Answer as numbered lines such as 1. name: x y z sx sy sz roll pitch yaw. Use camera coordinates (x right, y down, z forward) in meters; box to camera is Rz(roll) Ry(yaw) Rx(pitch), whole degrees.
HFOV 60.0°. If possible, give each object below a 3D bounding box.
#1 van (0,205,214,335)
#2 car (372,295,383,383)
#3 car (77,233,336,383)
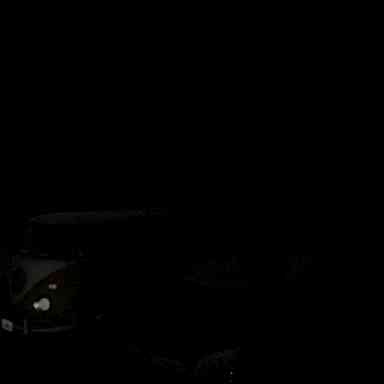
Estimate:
1. van: -1.367 1.309 6.585 1.878 1.987 4.442 -1 0 35
2. car: 3.152 1.514 3.515 2.002 1.452 4.674 -1 0 36
3. car: 0.886 1.545 5.134 2.002 1.452 4.674 -1 0 36
